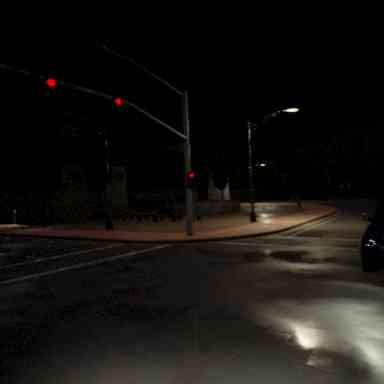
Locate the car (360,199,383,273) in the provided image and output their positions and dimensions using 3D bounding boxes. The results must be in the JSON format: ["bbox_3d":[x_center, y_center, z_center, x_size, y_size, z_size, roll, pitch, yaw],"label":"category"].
[{"bbox_3d":[6.496,1.129,9.736,2.150,2.045,5.566,-3,-1,36],"label":"car"}]
